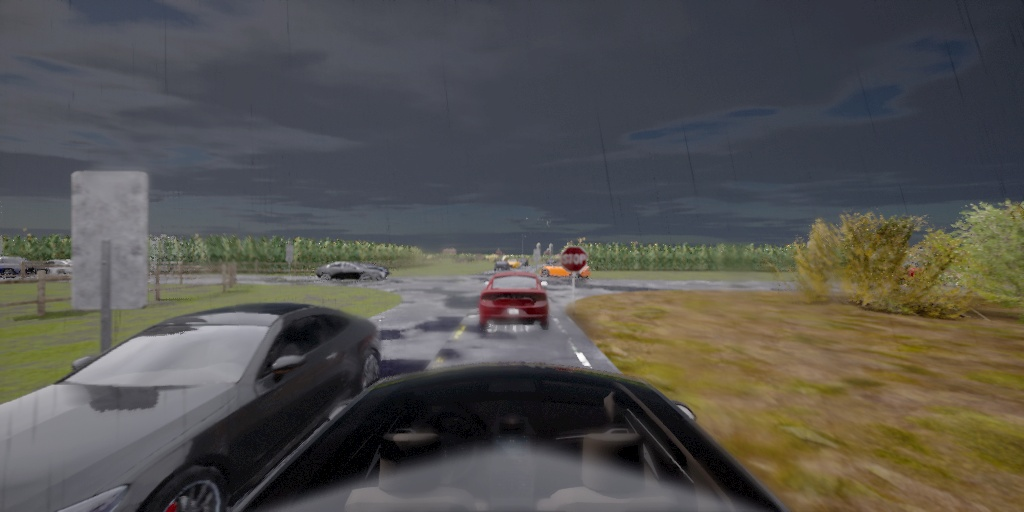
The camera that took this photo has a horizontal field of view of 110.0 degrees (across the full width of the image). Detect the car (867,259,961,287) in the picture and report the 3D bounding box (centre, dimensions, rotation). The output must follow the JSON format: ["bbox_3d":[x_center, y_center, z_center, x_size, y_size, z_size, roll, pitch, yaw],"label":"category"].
[{"bbox_3d":[30.227,1.205,27.124,5.566,2.045,2.150,0,0,6],"label":"car"}]

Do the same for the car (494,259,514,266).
[{"bbox_3d":[-1.304,1.375,49.544,2.033,1.411,5.357,0,0,6],"label":"car"}]

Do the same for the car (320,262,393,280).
[{"bbox_3d":[-13.178,1.258,30.563,5.357,1.411,2.033,0,0,3],"label":"car"}]

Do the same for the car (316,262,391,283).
[{"bbox_3d":[-12.018,1.196,26.789,4.902,1.511,2.128,0,0,3],"label":"car"}]

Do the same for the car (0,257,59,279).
[{"bbox_3d":[-39.147,0.861,28.043,4.553,1.767,2.097,0,0,3],"label":"car"}]

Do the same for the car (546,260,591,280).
[{"bbox_3d":[4.800,1.191,32.656,4.553,1.767,2.097,0,0,39],"label":"car"}]

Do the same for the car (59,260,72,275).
[{"bbox_3d":[-40.023,1.043,31.775,4.674,1.442,1.812,0,0,3],"label":"car"}]

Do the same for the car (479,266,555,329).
[{"bbox_3d":[0.121,1.240,11.367,1.882,1.535,5.008,0,0,2],"label":"car"}]

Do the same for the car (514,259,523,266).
[{"bbox_3d":[0.119,1.327,59.519,1.882,1.535,5.008,0,0,10],"label":"car"}]

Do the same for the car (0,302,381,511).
[{"bbox_3d":[-2.856,1.278,3.699,1.812,1.442,4.674,0,0,0],"label":"car"}]
